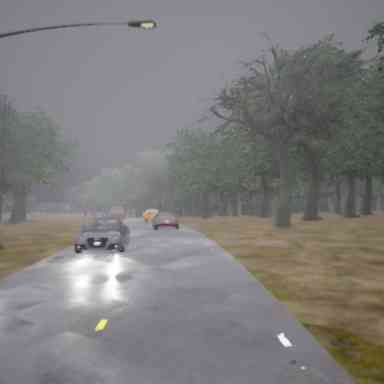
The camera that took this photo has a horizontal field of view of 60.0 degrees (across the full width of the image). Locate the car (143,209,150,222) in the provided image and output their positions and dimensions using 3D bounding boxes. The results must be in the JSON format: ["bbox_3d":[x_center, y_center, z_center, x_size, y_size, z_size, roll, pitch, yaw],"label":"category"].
[{"bbox_3d":[-5.016,2.839,41.199,1.882,1.535,5.008,0,-3,-13],"label":"car"}]

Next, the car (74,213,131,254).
[{"bbox_3d":[-3.867,1.858,14.905,1.994,1.385,4.181,0,-2,-6],"label":"car"}]

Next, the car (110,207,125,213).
[{"bbox_3d":[-12.411,3.455,55.421,2.150,2.045,5.566,0,-3,-18],"label":"car"}]

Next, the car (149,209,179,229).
[{"bbox_3d":[-2.213,2.258,27.284,1.994,1.385,4.181,0,-2,-9],"label":"car"}]
